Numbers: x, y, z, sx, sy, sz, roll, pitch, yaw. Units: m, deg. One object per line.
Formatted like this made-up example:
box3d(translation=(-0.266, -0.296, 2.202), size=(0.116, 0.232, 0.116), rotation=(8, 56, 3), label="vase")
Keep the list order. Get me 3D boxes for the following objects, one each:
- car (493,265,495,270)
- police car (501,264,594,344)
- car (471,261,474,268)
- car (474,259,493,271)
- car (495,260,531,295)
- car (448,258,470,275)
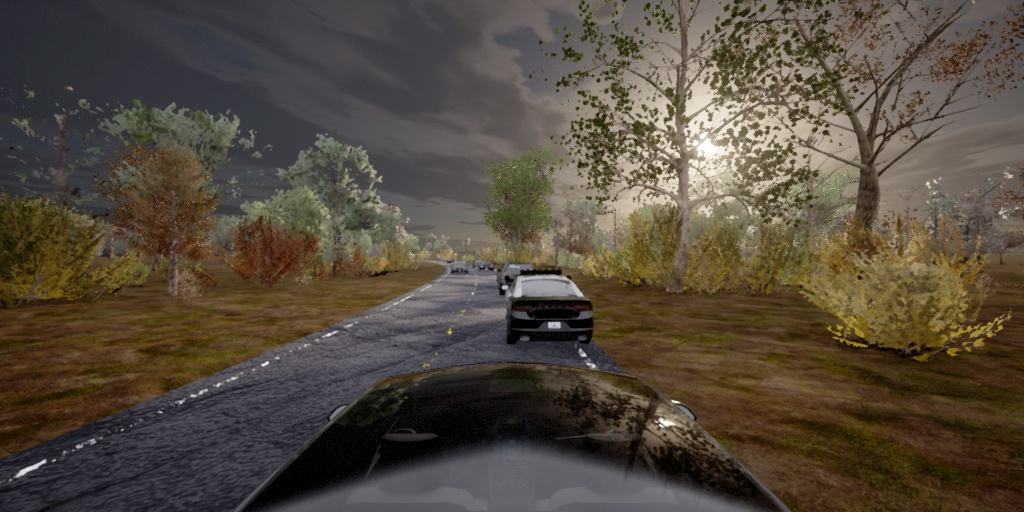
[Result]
box3d(translation=(-0.155, 1.237, 25.697), size=(1.837, 1.490, 4.892), rotation=(0, 0, -5), label="car")
box3d(translation=(0.765, 1.169, 9.708), size=(1.930, 1.638, 5.238), rotation=(0, 0, -2), label="police car")
box3d(translation=(-5.592, 1.252, 58.841), size=(2.033, 1.411, 5.357), rotation=(0, 0, -11), label="car")
box3d(translation=(-3.495, 1.316, 46.602), size=(1.895, 1.301, 4.718), rotation=(0, 0, -9), label="car")
box3d(translation=(0.291, 1.087, 19.636), size=(2.097, 1.767, 4.553), rotation=(0, 0, -4), label="car")
box3d(translation=(-5.585, 1.227, 38.480), size=(1.837, 1.490, 4.892), rotation=(0, 0, -7), label="car")
